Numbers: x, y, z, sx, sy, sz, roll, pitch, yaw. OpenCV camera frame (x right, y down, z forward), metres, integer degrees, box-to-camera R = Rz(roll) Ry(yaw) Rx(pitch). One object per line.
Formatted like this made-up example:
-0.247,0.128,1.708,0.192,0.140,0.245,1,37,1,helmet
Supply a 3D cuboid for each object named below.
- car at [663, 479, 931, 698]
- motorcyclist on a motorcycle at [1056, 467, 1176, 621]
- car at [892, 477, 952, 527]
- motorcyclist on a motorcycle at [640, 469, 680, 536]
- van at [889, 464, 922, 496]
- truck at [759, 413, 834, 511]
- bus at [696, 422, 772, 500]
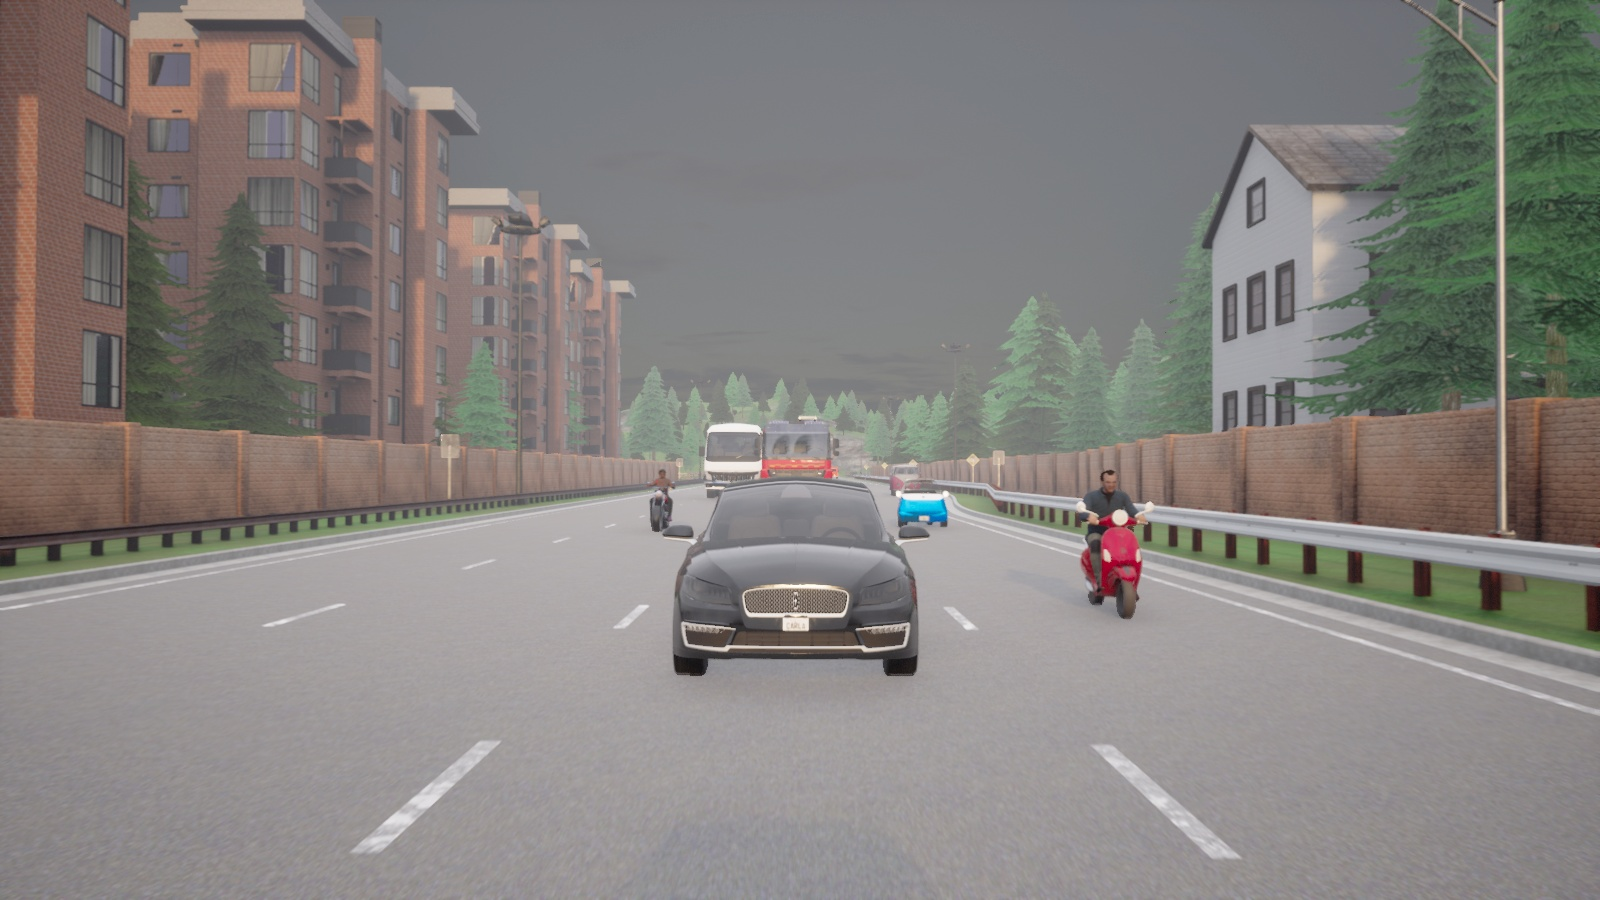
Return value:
-0.027,1.006,11.066,1.837,1.490,4.892,0,-1,0,car
3.466,0.988,13.946,0.866,1.590,1.817,0,-1,0,motorcyclist on a motorcycle
3.414,1.449,35.438,1.481,1.376,2.207,0,-1,0,car
-3.579,1.321,32.357,0.766,1.649,2.350,0,-1,0,motorcyclist on a motorcycle
6.698,1.882,80.161,1.775,1.987,4.442,0,-1,1,van
-0.133,0.538,53.025,2.891,3.827,8.468,0,-1,0,truck
-3.683,0.677,73.144,3.944,4.253,10.273,0,-1,0,bus
